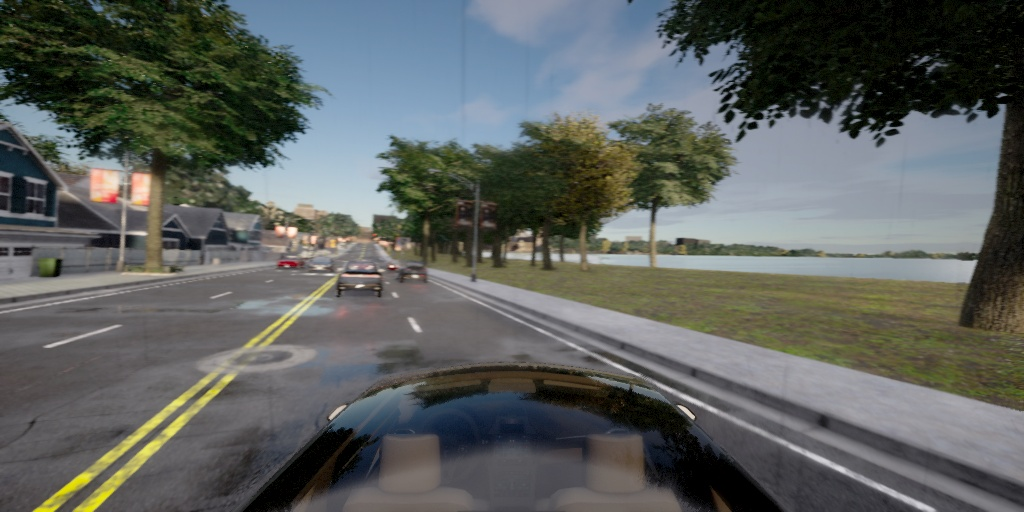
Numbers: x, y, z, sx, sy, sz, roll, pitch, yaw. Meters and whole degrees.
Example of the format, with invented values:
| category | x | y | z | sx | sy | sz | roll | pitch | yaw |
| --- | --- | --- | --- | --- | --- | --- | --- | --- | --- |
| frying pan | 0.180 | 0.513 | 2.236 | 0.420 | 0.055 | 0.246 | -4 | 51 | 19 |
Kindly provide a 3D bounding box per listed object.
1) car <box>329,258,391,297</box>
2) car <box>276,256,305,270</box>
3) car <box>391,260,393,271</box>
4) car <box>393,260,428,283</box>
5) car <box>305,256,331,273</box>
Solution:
| category | x | y | z | sx | sy | sz | roll | pitch | yaw |
| --- | --- | --- | --- | --- | --- | --- | --- | --- | --- |
| car | -7.045 | 0.990 | 16.749 | 2.128 | 1.511 | 4.902 | 3 | 0 | -22 |
| car | -21.848 | 0.651 | 35.596 | 1.895 | 1.301 | 4.718 | 3 | -1 | -22 |
| car | -12.580 | 1.108 | 39.037 | 1.895 | 1.301 | 4.718 | 3 | -1 | -22 |
| car | -7.248 | 1.086 | 25.894 | 1.837 | 1.490 | 4.892 | 3 | -1 | -22 |
| car | -17.028 | 0.749 | 32.318 | 1.812 | 1.442 | 4.674 | 3 | -1 | -22 |
